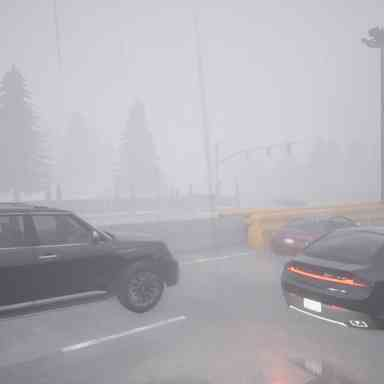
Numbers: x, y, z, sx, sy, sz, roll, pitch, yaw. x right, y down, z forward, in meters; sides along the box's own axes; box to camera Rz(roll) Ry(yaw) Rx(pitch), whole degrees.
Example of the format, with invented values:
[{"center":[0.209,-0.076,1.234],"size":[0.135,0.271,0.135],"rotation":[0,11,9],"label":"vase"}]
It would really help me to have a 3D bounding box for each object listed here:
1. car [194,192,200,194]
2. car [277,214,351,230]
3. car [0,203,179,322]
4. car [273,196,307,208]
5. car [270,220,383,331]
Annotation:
[{"center":[1.044,0.834,76.658],"size":[2.128,1.511,4.902],"rotation":[-1,1,3],"label":"car"},{"center":[4.610,1.441,11.324],"size":[4.181,1.385,1.994],"rotation":[-1,1,-35],"label":"car"},{"center":[-2.922,1.217,5.961],"size":[5.566,2.045,2.150],"rotation":[0,0,-36],"label":"car"},{"center":[11.255,1.155,38.533],"size":[1.895,1.301,4.718],"rotation":[-1,0,-14],"label":"car"},{"center":[3.798,1.434,6.456],"size":[4.892,1.490,1.837],"rotation":[-1,1,-35],"label":"car"}]
